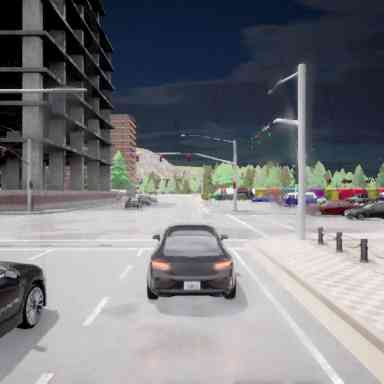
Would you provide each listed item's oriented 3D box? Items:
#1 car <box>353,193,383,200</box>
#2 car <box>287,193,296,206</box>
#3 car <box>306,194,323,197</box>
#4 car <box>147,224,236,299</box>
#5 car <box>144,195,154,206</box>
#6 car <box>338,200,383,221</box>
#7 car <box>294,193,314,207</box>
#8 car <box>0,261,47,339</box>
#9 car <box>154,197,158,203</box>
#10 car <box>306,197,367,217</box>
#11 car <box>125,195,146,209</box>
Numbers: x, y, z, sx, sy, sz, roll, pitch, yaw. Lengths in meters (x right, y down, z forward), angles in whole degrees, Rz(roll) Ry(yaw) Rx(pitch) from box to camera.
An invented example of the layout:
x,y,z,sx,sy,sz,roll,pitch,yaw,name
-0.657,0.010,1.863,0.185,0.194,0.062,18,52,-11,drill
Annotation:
x,y,z,sx,sy,sz,roll,pitch,yaw,name
35.730,1.208,67.551,4.605,1.855,1.932,0,0,0,car
20.700,1.208,61.917,4.605,1.855,1.932,0,0,0,car
20.780,1.450,56.339,3.806,1.475,1.970,0,0,0,car
-0.032,1.526,8.308,1.812,1.442,4.674,0,0,-1,car
-8.088,1.352,55.754,2.097,1.767,4.553,0,0,0,car
14.973,1.581,27.333,4.674,1.442,1.812,0,0,-1,car
20.765,1.419,59.234,3.905,1.438,1.784,0,0,0,car
-3.488,1.492,4.029,2.128,1.511,4.902,0,0,0,car
-8.174,1.599,69.008,1.895,1.301,4.718,0,0,-1,car
12.978,1.533,30.835,5.008,1.535,1.882,0,0,-1,car
-7.968,1.525,45.675,1.812,1.442,4.674,0,0,0,car
